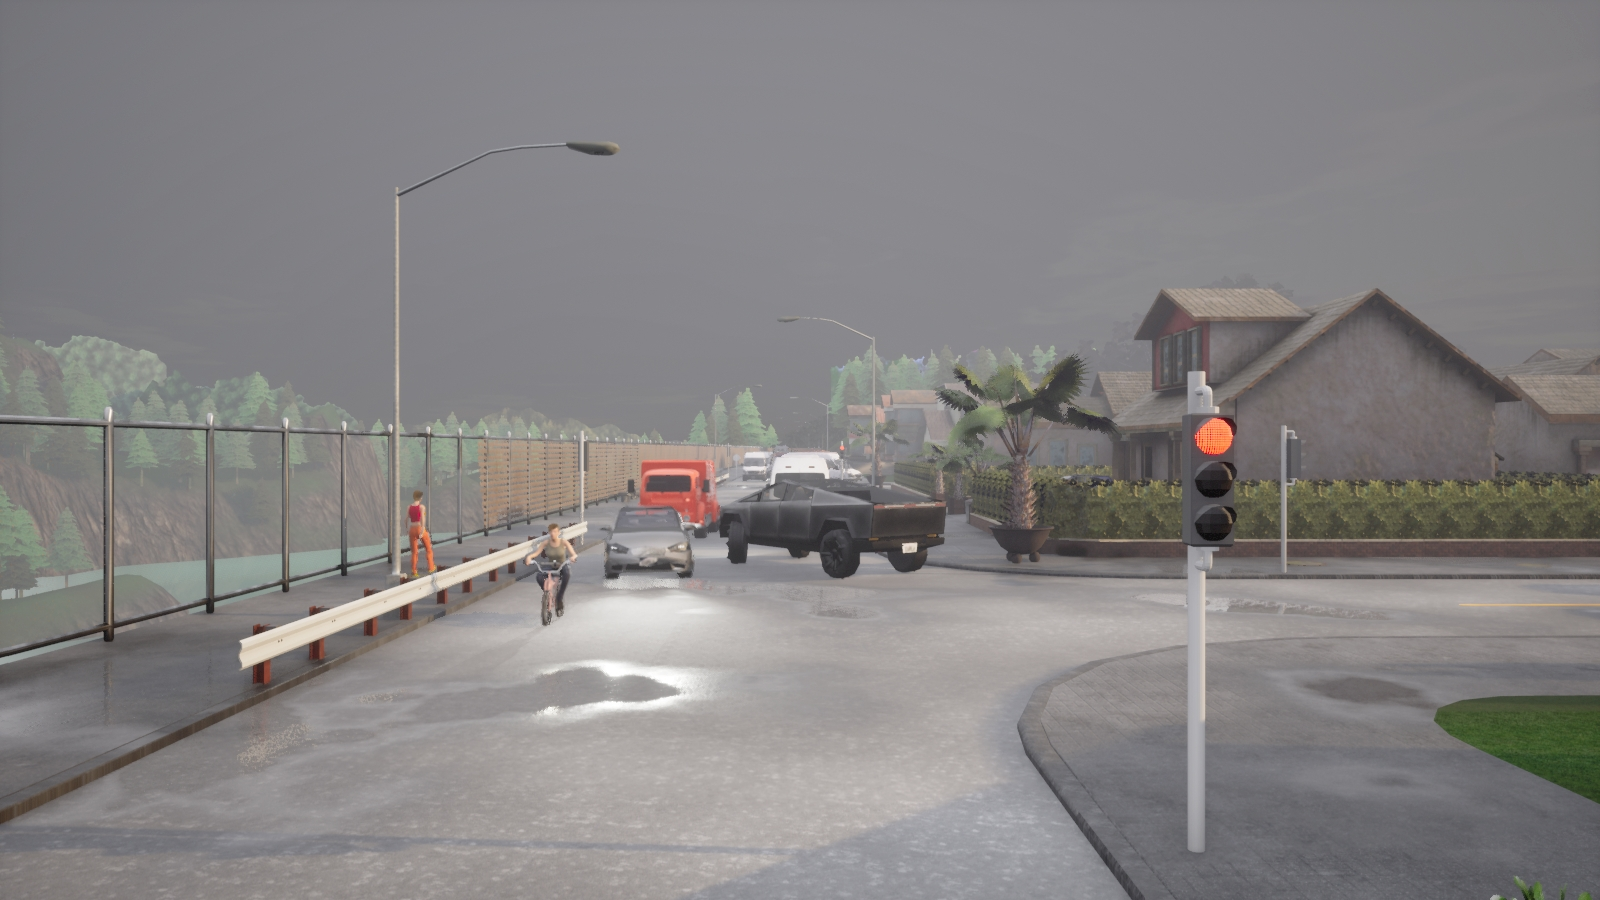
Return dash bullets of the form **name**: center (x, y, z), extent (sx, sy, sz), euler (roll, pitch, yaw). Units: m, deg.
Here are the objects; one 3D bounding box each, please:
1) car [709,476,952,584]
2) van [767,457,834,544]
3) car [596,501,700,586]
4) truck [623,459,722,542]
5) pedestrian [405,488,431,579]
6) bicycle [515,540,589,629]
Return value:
- **car**: center (0.520, 1.736, 26.916), extent (2.390, 2.098, 6.274), euler (0, 0, -36)
- **van**: center (0.006, 1.511, 36.872), extent (1.988, 2.561, 5.915), euler (0, 0, 0)
- **car**: center (-3.479, 2.031, 25.987), extent (2.128, 1.511, 4.902), euler (0, 0, -8)
- **truck**: center (-3.999, 1.549, 36.967), extent (2.627, 2.467, 5.204), euler (0, 0, 0)
- **pedestrian**: center (-7.929, 1.729, 23.697), extent (0.375, 1.860, 0.375), euler (0, 0, 11)
- **bicycle**: center (-3.987, 2.146, 18.468), extent (0.859, 1.276, 1.487), euler (0, 0, 0)
